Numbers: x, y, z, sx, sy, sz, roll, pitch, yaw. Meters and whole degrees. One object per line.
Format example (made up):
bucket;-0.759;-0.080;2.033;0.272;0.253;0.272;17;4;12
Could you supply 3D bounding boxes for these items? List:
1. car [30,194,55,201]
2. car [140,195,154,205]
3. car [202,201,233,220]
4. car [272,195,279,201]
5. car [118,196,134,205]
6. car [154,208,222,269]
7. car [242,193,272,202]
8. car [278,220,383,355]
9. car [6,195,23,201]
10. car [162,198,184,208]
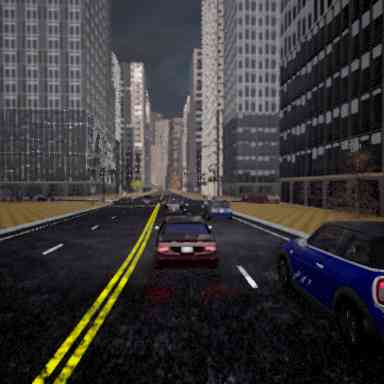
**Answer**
car;-26.987;1.099;60.069;4.313;1.339;1.947;0;1;-3
car;-6.732;1.196;50.872;1.812;1.442;4.674;0;0;-4
car;1.910;1.371;26.077;2.033;1.411;5.357;0;0;-5
car;16.782;1.120;71.381;4.829;1.417;1.752;0;1;-4
car;-9.938;1.249;50.179;1.994;1.385;4.181;0;0;-4
car;-0.255;1.478;10.877;2.033;1.411;5.357;0;0;-3
car;11.857;1.068;62.670;5.009;1.841;2.192;0;1;-4
car;3.151;1.304;6.214;2.097;1.767;4.553;0;0;-1
car;-32.663;1.081;59.745;4.206;1.307;1.802;0;1;-3
car;-1.740;1.292;30.922;2.128;1.511;4.902;0;0;-5
